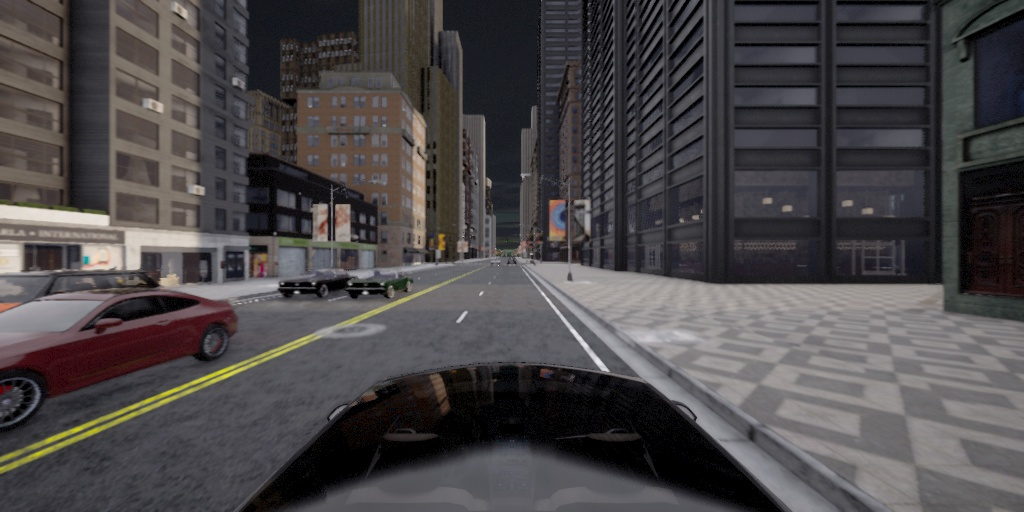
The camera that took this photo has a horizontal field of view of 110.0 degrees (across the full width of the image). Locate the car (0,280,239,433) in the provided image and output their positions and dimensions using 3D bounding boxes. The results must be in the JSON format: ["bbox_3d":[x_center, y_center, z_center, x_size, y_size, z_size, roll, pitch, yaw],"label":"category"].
[{"bbox_3d":[-6.589,1.273,5.613,1.812,1.442,4.674,0,0,0],"label":"car"}]

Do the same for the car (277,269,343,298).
[{"bbox_3d":[-9.749,1.337,18.456,1.895,1.301,4.718,0,0,0],"label":"car"}]

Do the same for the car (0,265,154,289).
[{"bbox_3d":[-9.833,1.099,7.468,2.097,1.767,4.553,0,0,0],"label":"car"}]

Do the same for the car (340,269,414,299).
[{"bbox_3d":[-6.501,1.339,18.144,1.895,1.301,4.718,0,0,0],"label":"car"}]
